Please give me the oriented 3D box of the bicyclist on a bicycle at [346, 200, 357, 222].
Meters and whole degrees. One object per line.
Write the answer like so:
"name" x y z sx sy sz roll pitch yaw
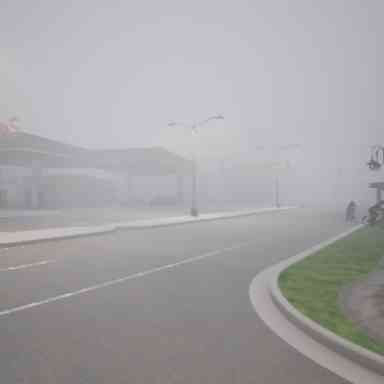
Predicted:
"bicyclist on a bicycle" 11.982 1.443 24.937 0.582 1.620 1.656 0 0 4

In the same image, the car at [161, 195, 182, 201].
"car" -4.885 1.400 79.635 4.892 1.490 1.837 0 0 34

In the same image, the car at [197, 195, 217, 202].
"car" 3.351 1.444 74.004 4.674 1.442 1.812 0 0 34

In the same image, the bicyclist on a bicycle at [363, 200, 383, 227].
"bicyclist on a bicycle" 11.073 1.295 19.771 1.656 1.620 0.582 0 0 31

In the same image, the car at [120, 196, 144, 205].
"car" -9.561 1.379 53.224 1.970 1.475 3.806 0 0 36

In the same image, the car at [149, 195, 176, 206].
"car" -4.431 1.229 50.526 2.242 1.667 4.611 0 0 36
